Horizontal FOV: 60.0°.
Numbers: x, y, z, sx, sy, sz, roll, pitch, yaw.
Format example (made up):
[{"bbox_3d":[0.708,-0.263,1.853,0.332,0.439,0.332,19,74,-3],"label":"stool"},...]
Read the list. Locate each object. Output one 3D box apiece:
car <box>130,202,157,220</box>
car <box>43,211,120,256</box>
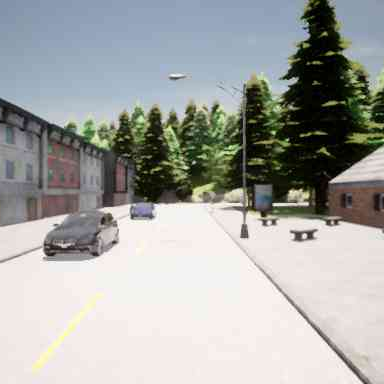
[{"bbox_3d":[-4.150,1.598,29.086,1.812,1.442,4.674,0,0,0],"label":"car"},{"bbox_3d":[-4.168,1.540,13.245,1.837,1.490,4.892,0,0,0],"label":"car"}]
